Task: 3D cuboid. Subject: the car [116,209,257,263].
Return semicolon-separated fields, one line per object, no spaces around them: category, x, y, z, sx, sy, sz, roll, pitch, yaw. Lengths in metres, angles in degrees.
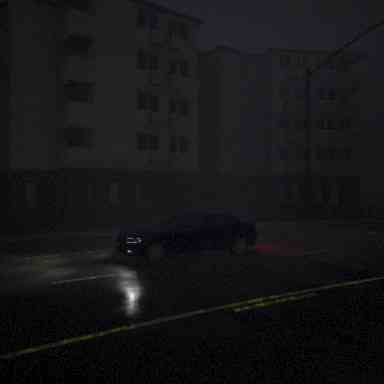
car;-0.089;1.384;11.591;5.008;1.535;1.882;0;0;-26
